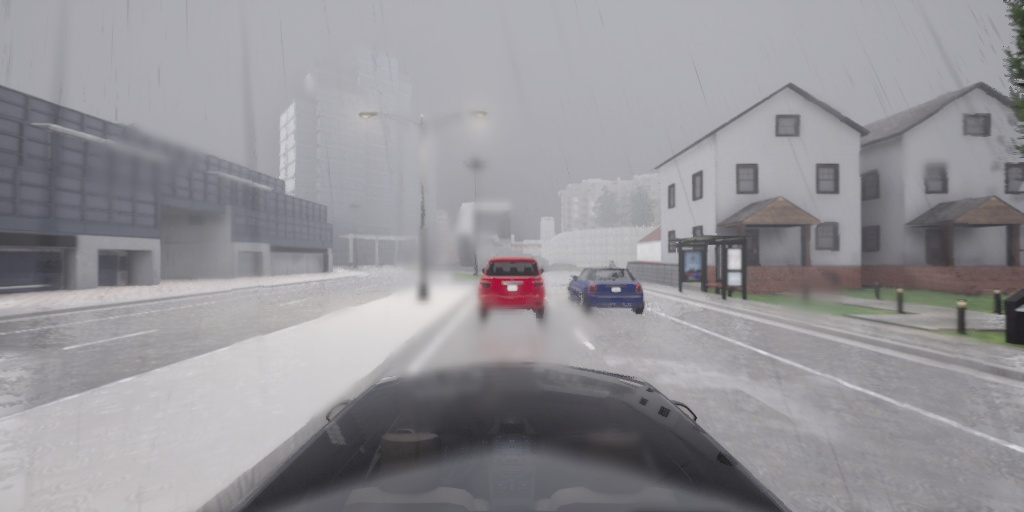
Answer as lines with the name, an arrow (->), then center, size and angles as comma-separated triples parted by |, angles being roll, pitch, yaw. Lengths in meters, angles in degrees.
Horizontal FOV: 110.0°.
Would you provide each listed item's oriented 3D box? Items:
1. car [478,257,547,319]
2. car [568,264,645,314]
car -> 0.039, 1.037, 13.197 | 2.150, 2.045, 5.566 | 0, 0, 1
car -> 3.551, 1.171, 14.287 | 2.097, 1.767, 4.553 | 0, 0, 0
